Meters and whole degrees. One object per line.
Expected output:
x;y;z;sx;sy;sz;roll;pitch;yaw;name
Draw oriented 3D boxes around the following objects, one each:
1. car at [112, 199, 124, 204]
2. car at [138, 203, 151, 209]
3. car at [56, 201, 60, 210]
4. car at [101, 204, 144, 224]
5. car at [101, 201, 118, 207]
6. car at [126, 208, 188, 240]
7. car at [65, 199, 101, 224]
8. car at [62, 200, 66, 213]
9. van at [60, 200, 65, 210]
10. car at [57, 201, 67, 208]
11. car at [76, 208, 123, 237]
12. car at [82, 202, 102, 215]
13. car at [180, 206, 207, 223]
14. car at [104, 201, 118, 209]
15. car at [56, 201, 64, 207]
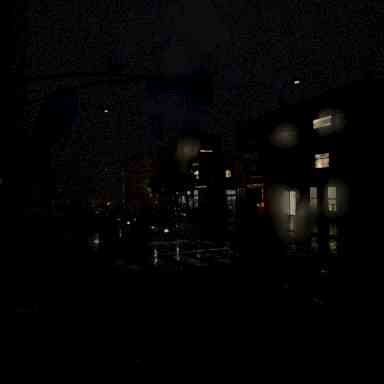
-13.570;2.213;59.755;2.192;1.841;5.009;-2;0;-24;car
-6.630;2.176;43.864;2.008;1.369;4.403;-2;0;-24;car
-23.465;2.383;61.492;2.192;1.841;5.009;-2;0;-24;car
-5.880;1.992;27.633;2.033;1.411;5.357;-1;-1;-24;car
-9.909;2.108;36.914;1.837;1.490;4.892;-1;-1;-23;car
-2.132;1.861;19.040;1.994;1.385;4.181;-1;-1;-24;car
-10.012;1.851;30.340;2.192;1.841;5.009;-2;0;-24;car
-14.344;2.150;40.524;1.967;1.590;4.097;-2;0;-24;car
-19.046;2.236;51.344;1.690;1.788;3.998;-2;0;-24;van
-30.087;2.872;76.712;1.887;1.381;4.507;-2;0;-24;car
-5.901;1.940;20.847;1.947;1.339;4.313;-2;0;-24;car
-13.976;2.256;46.369;2.128;1.511;4.902;-1;-1;-23;car
-0.188;1.926;29.364;2.008;1.369;4.403;-2;0;-24;car
-15.840;2.512;64.984;1.752;1.417;4.829;-2;0;-24;car
-34.439;3.024;86.705;1.752;1.417;4.829;-2;0;-24;car
